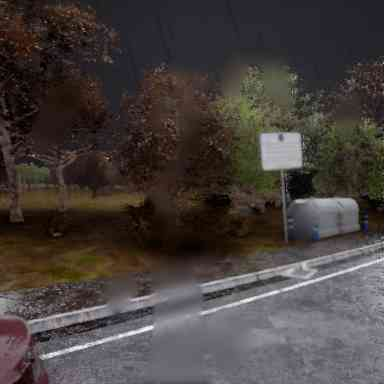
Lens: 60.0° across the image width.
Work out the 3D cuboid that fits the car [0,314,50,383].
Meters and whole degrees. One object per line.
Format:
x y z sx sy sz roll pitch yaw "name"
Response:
-3.290 1.535 1.760 4.674 1.442 1.812 0 0 -35 "car"
